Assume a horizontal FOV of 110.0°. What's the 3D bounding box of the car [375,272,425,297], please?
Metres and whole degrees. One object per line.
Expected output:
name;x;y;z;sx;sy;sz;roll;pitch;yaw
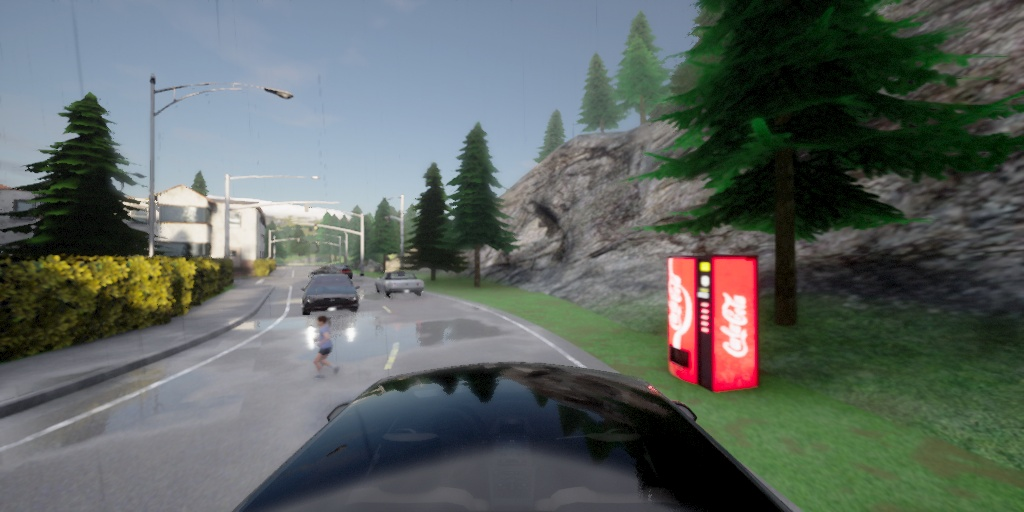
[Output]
car;-6.544;1.555;20.482;1.895;1.301;4.718;0;-1;-30

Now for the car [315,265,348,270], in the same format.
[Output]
car;-17.331;1.623;34.182;4.892;1.490;1.837;0;-1;30

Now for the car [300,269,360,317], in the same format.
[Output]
car;-7.322;1.443;14.488;2.033;1.411;5.357;0;-1;-28

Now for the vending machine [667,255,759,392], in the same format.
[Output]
vending machine;3.203;0.979;5.803;1.100;2.100;0.880;0;0;-9

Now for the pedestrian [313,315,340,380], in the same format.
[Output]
pedestrian;-3.085;1.474;6.000;0.500;1.100;0.500;0;-1;-11
